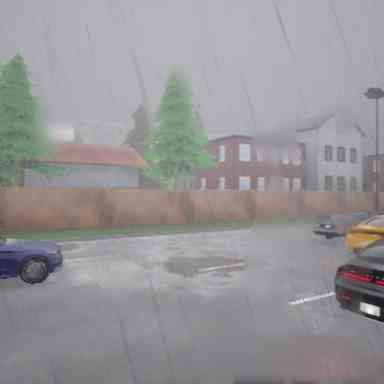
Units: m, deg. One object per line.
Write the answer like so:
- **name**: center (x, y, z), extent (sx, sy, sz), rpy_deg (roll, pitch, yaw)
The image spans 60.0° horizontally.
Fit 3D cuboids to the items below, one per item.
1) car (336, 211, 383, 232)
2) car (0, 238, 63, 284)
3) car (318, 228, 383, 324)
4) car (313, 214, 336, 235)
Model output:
- **car**: center (7.839, 1.574, 12.302), extent (5.008, 1.535, 1.882), rpy_deg (0, 0, -31)
- **car**: center (-5.666, 1.563, 8.163), extent (4.674, 1.442, 1.812), rpy_deg (0, 0, -31)
- **car**: center (4.776, 1.556, 6.335), extent (4.892, 1.490, 1.837), rpy_deg (0, 0, -31)
- **car**: center (8.458, 1.673, 16.778), extent (5.357, 1.411, 2.033), rpy_deg (0, 0, -31)
